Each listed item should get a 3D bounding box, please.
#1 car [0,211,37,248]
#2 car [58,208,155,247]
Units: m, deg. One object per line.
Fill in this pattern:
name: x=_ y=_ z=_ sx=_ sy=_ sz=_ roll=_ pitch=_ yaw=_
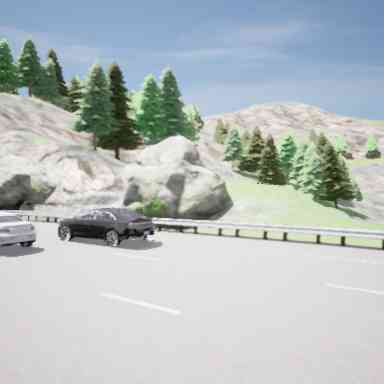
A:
car: x=-8.125 y=1.495 z=13.242 sx=4.674 sy=1.442 sz=1.812 roll=0 pitch=0 yaw=31
car: x=-3.895 y=1.457 z=14.747 sx=4.902 sy=1.511 sz=2.128 roll=0 pitch=0 yaw=32
